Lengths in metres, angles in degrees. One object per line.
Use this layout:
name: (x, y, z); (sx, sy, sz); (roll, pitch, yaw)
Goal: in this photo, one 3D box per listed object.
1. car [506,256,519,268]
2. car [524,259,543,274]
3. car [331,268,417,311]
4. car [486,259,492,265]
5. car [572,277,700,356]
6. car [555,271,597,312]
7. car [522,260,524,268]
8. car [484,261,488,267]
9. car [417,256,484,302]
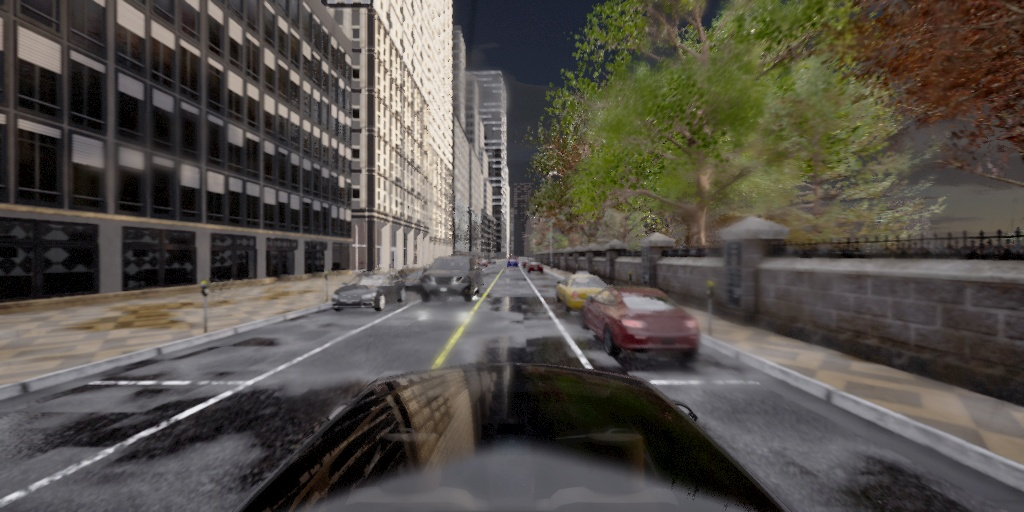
car: (0.074, 1.243, 61.756); (1.882, 1.535, 5.008); (0, 0, 1)
car: (2.700, 1.302, 42.048); (1.888, 1.381, 4.507); (0, 0, 0)
car: (-5.463, 1.303, 14.213); (2.007, 1.370, 4.403); (0, 0, 0)
car: (-5.211, 1.313, 64.845); (1.888, 1.381, 4.507); (0, 0, 0)
car: (2.709, 1.332, 8.294); (1.802, 1.307, 4.207); (0, 0, 0)
car: (2.708, 1.276, 14.089); (1.751, 1.417, 4.829); (0, 0, 0)
car: (2.705, 1.309, 47.681); (2.007, 1.370, 4.403); (0, 0, 0)
car: (-2.766, 1.257, 22.378); (1.837, 1.490, 4.892); (0, 0, 0)
car: (-2.754, 0.995, 17.201); (2.150, 2.045, 5.566); (0, 0, 0)
